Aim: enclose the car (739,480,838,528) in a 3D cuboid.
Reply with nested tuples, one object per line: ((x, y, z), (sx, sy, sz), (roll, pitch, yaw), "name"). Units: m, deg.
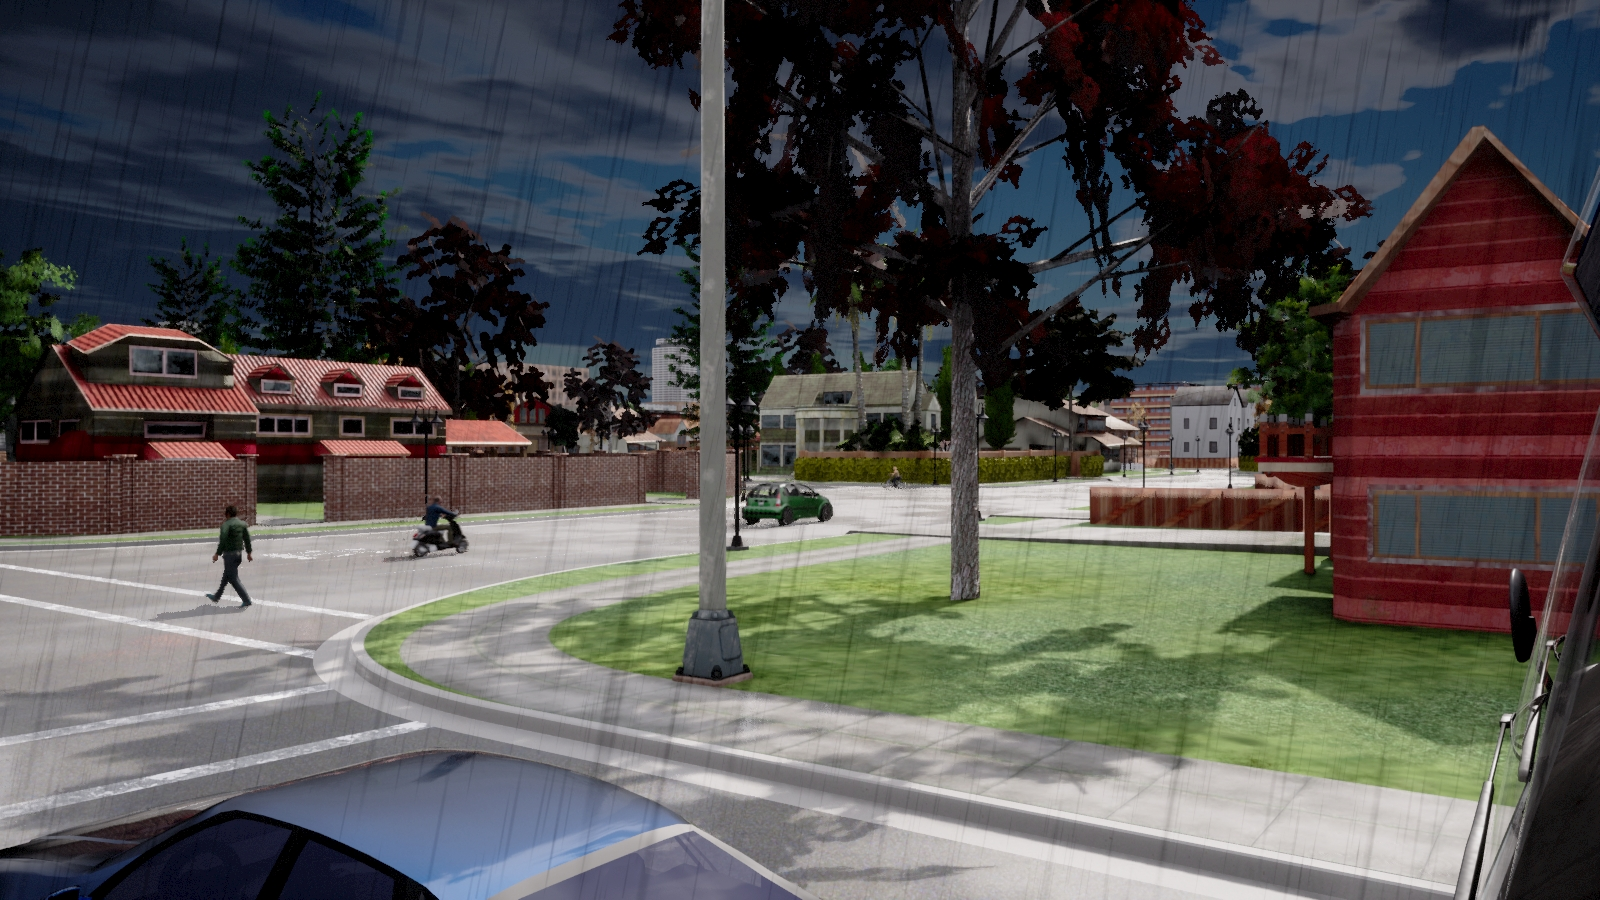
((-0.390, 1.999, 43.439), (1.851, 1.617, 3.988), (0, 0, 33), "car")

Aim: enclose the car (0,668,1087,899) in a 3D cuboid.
((-1.713, 2.106, 4.943), (5.357, 1.411, 2.033), (0, 0, 36), "car")

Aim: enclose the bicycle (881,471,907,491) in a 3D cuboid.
((6.255, 2.046, 76.159), (1.487, 1.301, 0.859), (0, -1, 26), "bicycle")

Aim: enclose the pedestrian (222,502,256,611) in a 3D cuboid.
((-9.811, 1.848, 19.983), (0.375, 1.860, 0.375), (0, 0, 20), "pedestrian")

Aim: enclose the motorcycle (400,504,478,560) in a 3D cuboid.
((-9.452, 2.129, 29.987), (0.856, 1.341, 1.805), (0, 0, 34), "motorcycle")
